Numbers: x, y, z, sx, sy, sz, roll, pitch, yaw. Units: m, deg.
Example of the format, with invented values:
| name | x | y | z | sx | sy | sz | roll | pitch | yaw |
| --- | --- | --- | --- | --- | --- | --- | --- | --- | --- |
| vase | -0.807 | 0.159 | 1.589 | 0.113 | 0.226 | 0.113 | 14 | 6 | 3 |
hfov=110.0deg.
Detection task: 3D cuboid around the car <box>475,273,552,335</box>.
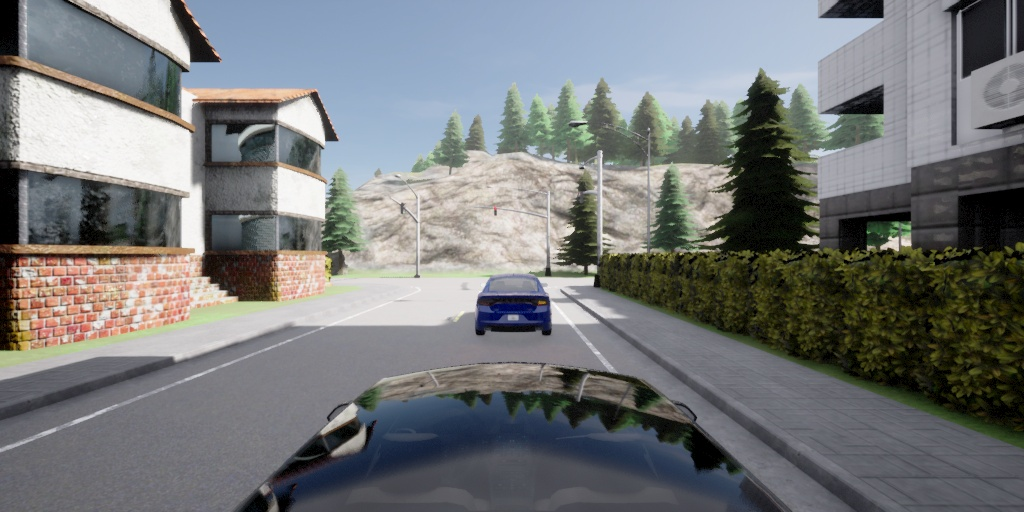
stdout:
| name | x | y | z | sx | sy | sz | roll | pitch | yaw |
| --- | --- | --- | --- | --- | --- | --- | --- | --- | --- |
| car | 0.050 | 1.227 | 10.488 | 1.882 | 1.535 | 5.008 | 0 | 0 | 0 |
